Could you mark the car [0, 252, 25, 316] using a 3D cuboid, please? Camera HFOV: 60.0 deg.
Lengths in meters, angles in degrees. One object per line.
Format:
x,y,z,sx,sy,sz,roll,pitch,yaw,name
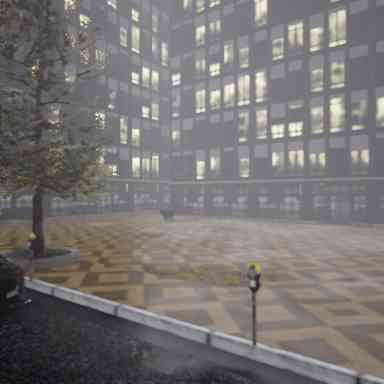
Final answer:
-4.875,1.552,6.318,4.313,1.339,1.947,0,0,36,car
